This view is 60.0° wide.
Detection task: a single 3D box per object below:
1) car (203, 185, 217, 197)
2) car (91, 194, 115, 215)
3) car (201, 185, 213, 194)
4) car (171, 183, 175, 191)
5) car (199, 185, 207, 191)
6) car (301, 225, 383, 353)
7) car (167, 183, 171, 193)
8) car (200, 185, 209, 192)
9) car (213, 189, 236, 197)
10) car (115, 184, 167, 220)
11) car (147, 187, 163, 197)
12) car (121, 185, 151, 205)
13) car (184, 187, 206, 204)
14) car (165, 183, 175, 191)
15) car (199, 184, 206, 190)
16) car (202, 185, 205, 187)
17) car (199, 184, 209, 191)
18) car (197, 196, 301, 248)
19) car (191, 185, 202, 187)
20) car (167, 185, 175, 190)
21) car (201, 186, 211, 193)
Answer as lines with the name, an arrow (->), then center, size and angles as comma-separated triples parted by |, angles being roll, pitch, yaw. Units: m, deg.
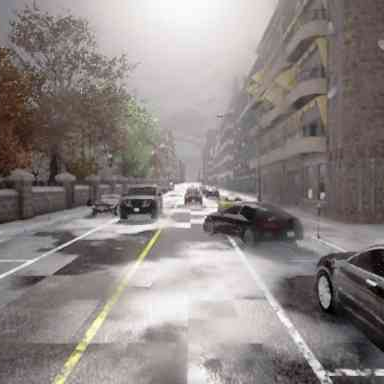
car -> 2.760, 0.139, 45.167 | 1.947, 1.339, 4.313 | 1, 2, 0
car -> -5.647, 0.819, 23.095 | 2.008, 1.369, 4.403 | 1, 2, 0
car -> 2.784, -0.509, 61.726 | 1.967, 1.590, 4.097 | 1, 2, 0
car -> -5.577, -0.925, 78.302 | 1.887, 1.381, 4.507 | 1, 2, 0
car -> 2.809, -1.061, 83.813 | 1.802, 1.307, 4.206 | 1, 2, 0
car -> 3.152, 1.367, 4.197 | 1.837, 1.490, 4.892 | 0, 2, 0
car -> -5.594, -0.633, 61.733 | 2.192, 1.841, 5.009 | 1, 2, 0
car -> 2.796, -0.776, 72.939 | 1.752, 1.417, 4.829 | 1, 2, 0
car -> 2.734, 0.788, 23.253 | 1.752, 1.417, 4.829 | 1, 2, 0
car -> -3.071, 0.547, 21.249 | 2.150, 2.045, 5.566 | 0, 2, 0
car -> -5.612, -0.035, 50.699 | 1.947, 1.339, 4.313 | 1, 2, 0
car -> -5.628, 0.236, 34.129 | 2.192, 1.841, 5.009 | 1, 2, 0
car -> 0.136, 0.499, 34.833 | 1.895, 1.301, 4.718 | 0, 2, 0
car -> -5.567, -1.328, 83.815 | 2.192, 1.841, 5.009 | 1, 2, 0
car -> 2.817, -1.297, 89.501 | 1.752, 1.417, 4.829 | 1, 2, 0
car -> 2.774, -0.209, 56.209 | 1.947, 1.339, 4.313 | 1, 2, 0
car -> 2.804, -1.030, 78.288 | 1.967, 1.590, 4.097 | 1, 2, 0
car -> 2.172, 1.119, 12.738 | 1.812, 1.442, 4.674 | -1, 2, -26
car -> 0.111, -0.109, 50.222 | 1.882, 1.535, 5.008 | 0, 2, 1
car -> -5.564, -1.272, 89.343 | 1.887, 1.381, 4.507 | 1, 2, 0
car -> 2.789, -0.578, 67.248 | 1.887, 1.381, 4.507 | 1, 2, 0
